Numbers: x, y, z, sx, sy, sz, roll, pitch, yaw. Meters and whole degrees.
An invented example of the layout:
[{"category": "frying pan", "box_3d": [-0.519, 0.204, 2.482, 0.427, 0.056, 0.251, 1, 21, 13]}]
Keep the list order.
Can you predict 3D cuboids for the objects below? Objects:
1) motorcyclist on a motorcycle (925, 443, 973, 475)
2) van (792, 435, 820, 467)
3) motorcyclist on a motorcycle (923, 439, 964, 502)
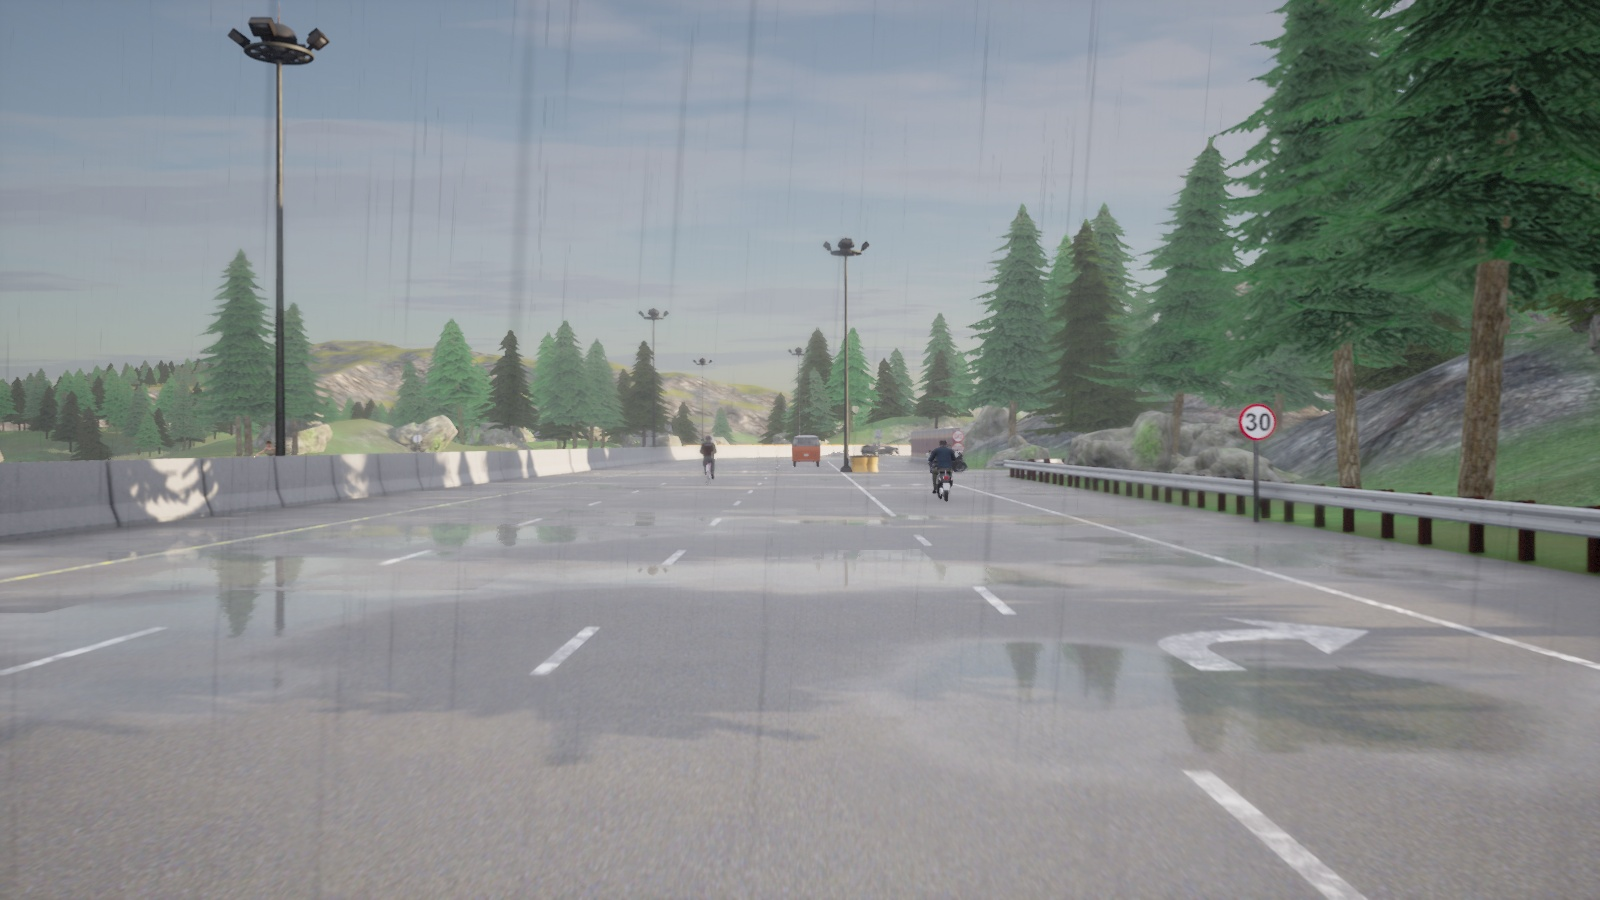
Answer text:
[{"category": "motorcyclist on a motorcycle", "box_3d": [7.325, 0.439, 61.728, 2.191, 1.530, 0.866, 0, 2, -29]}, {"category": "van", "box_3d": [0.393, 0.042, 81.131, 1.775, 1.987, 4.442, 0, 0, 0]}, {"category": "motorcyclist on a motorcycle", "box_3d": [3.704, 0.519, 32.545, 0.866, 1.590, 1.817, 0, 0, 0]}]
